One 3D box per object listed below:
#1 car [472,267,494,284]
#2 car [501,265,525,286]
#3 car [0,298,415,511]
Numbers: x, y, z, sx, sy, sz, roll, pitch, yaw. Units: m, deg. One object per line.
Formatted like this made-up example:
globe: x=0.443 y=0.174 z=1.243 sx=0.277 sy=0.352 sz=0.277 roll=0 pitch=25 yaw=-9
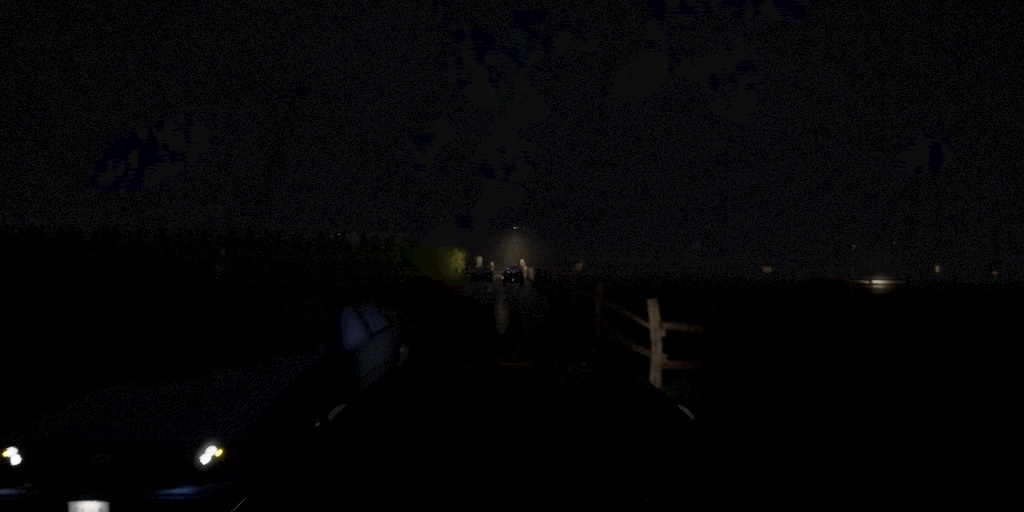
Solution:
car: x=-2.847 y=1.869 z=35.363 sx=1.882 sy=1.535 sz=5.008 roll=0 pitch=-1 yaw=0
car: x=0.098 y=1.802 z=31.729 sx=2.128 sy=1.511 sz=4.902 roll=0 pitch=-1 yaw=0
car: x=-2.854 y=1.348 z=5.066 sx=2.033 sy=1.411 sz=5.357 roll=0 pitch=-1 yaw=0
